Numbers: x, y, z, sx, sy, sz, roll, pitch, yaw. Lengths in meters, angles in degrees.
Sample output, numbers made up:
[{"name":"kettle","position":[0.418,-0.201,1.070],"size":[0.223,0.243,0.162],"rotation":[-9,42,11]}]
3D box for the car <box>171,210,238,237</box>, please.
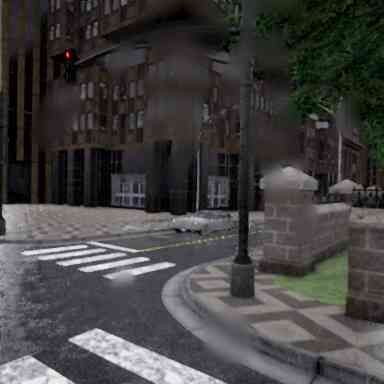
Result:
[{"name":"car","position":[0.909,1.693,18.982],"size":[1.895,1.301,4.718],"rotation":[2,0,37]}]
